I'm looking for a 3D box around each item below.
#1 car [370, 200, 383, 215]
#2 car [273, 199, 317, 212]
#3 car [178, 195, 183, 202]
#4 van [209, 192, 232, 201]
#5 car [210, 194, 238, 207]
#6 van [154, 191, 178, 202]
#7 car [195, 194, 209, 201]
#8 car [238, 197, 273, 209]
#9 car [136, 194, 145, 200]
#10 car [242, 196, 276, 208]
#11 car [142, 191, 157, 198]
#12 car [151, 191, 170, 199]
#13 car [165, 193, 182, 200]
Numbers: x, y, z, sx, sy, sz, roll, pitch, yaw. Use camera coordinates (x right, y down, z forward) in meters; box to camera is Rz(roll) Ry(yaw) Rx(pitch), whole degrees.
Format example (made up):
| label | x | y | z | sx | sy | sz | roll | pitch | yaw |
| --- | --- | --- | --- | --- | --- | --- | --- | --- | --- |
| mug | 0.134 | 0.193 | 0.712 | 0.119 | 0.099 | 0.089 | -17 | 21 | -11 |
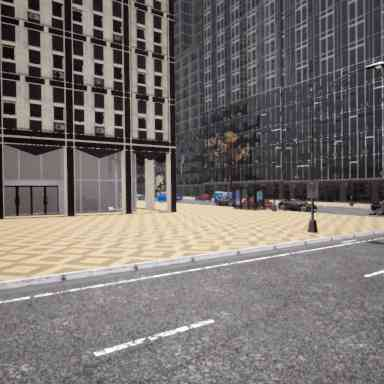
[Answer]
| label | x | y | z | sx | sy | sz | roll | pitch | yaw |
| --- | --- | --- | --- | --- | --- | --- | --- | --- | --- |
| car | 18.595 | 1.383 | 29.650 | 2.128 | 1.511 | 4.902 | -1 | 1 | -37 |
| car | 11.171 | 1.423 | 35.395 | 1.947 | 1.339 | 4.313 | 0 | 1 | -34 |
| car | -3.566 | 1.012 | 62.017 | 1.882 | 1.535 | 5.008 | -1 | 1 | -34 |
| van | 5.411 | 0.854 | 58.972 | 1.690 | 1.788 | 3.998 | 0 | 1 | -34 |
| car | 4.836 | 1.319 | 44.836 | 1.947 | 1.339 | 4.313 | 0 | 1 | -34 |
| van | -4.714 | 0.936 | 58.956 | 1.690 | 1.788 | 3.998 | 0 | 1 | -34 |
| car | 2.213 | 1.042 | 63.673 | 1.802 | 1.307 | 4.206 | 0 | 1 | -34 |
| car | 7.987 | 1.387 | 40.105 | 1.802 | 1.307 | 4.206 | 0 | 1 | -34 |
| car | -11.112 | 1.039 | 68.354 | 2.008 | 1.369 | 4.403 | 0 | 1 | -34 |
| car | 8.718 | 1.302 | 43.821 | 1.994 | 1.385 | 4.181 | -1 | 1 | -34 |
| car | -10.582 | 0.685 | 82.464 | 1.967 | 1.590 | 4.097 | 0 | 1 | -34 |
| car | -7.383 | 0.614 | 77.764 | 2.192 | 1.841 | 5.009 | 0 | 1 | -34 |
| car | -4.184 | 0.935 | 73.070 | 1.802 | 1.307 | 4.206 | 0 | 1 | -34 |
